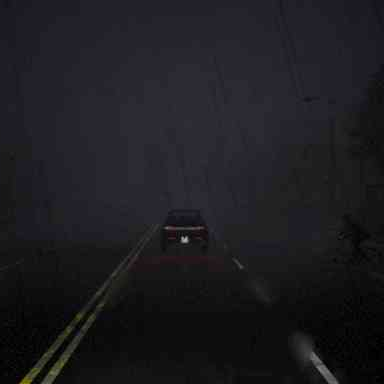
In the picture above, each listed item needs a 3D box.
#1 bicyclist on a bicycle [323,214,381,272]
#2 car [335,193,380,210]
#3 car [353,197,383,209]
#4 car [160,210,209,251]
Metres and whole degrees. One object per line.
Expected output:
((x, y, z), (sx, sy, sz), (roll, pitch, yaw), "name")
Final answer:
((4.490, 1.451, 9.345), (1.656, 1.620, 0.582), (-1, 0, -2), "bicyclist on a bicycle")
((21.112, 1.164, 42.344), (5.566, 2.045, 2.150), (0, 0, -2), "car")
((21.902, 1.545, 38.869), (4.718, 1.301, 1.895), (0, 0, -2), "car")
((-0.325, 1.491, 14.102), (2.128, 1.511, 4.902), (0, 0, -2), "car")
